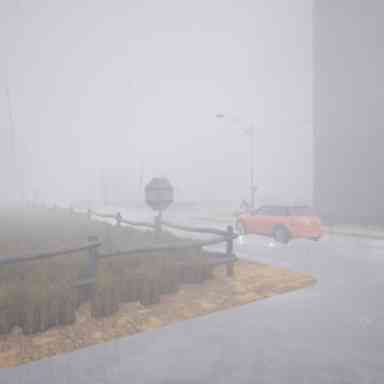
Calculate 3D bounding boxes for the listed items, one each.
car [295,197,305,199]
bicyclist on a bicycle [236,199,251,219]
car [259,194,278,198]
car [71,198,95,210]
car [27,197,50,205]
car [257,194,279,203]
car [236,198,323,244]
[{"bbox_3d":[16.399,1.545,51.627,4.674,1.442,1.812,0,0,-36],"label":"car"},{"bbox_3d":[3.894,1.308,24.672,1.656,1.620,0.582,0,0,-36],"label":"bicyclist on a bicycle"},{"bbox_3d":[13.281,1.499,54.450,2.242,1.667,4.611,0,0,-36],"label":"car"},{"bbox_3d":[-14.354,1.484,43.553,1.882,1.535,5.008,0,0,-35],"label":"car"},{"bbox_3d":[-26.382,1.518,57.188,4.674,1.442,1.812,0,0,30],"label":"car"},{"bbox_3d":[16.780,1.335,73.420,1.932,1.855,4.605,0,0,-36],"label":"car"},{"bbox_3d":[4.048,1.358,16.233,2.097,1.767,4.553,0,0,-25],"label":"car"}]
